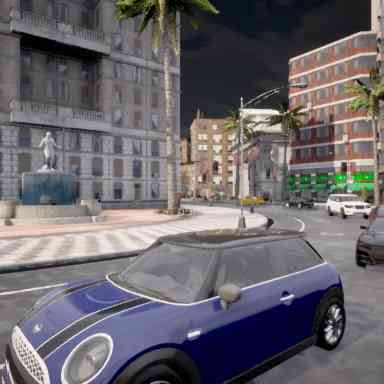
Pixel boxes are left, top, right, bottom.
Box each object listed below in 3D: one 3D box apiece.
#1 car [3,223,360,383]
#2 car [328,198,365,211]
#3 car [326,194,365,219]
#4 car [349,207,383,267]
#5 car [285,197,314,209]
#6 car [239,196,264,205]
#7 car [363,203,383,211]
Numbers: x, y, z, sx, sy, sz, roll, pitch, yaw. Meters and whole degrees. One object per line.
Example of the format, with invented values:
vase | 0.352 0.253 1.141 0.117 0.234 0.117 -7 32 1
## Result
car | 0.109 1.352 4.473 4.553 1.767 2.097 0 0 -39
car | 19.753 1.526 42.738 1.812 1.442 4.674 0 0 -12
car | 13.910 1.221 29.884 2.150 2.045 5.566 0 0 4
car | 6.746 1.478 10.851 1.882 1.535 5.008 0 0 37
car | 15.039 1.505 46.701 1.837 1.490 4.892 0 0 -17
car | 10.145 1.478 57.149 1.882 1.535 5.008 0 0 -35
car | 11.654 1.526 19.644 1.812 1.442 4.674 0 0 19
